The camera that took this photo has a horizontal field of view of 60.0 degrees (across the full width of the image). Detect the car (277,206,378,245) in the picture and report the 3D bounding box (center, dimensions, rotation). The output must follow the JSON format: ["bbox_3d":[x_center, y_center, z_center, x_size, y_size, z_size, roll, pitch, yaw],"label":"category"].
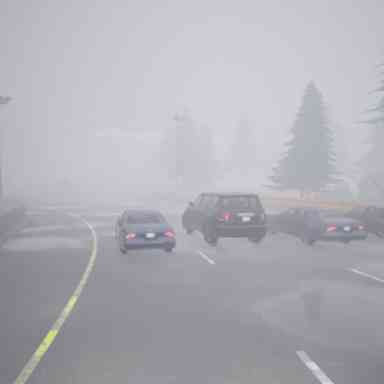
[{"bbox_3d":[4.947,1.304,14.281,2.033,1.411,5.357,-1,1,-13],"label":"car"}]

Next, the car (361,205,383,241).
[{"bbox_3d":[8.364,1.274,15.034,2.033,1.411,5.357,-1,1,-14],"label":"car"}]

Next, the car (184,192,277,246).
[{"bbox_3d":[1.210,0.993,14.428,2.150,2.045,5.566,0,1,-16],"label":"car"}]

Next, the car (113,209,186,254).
[{"bbox_3d":[-1.941,1.358,12.768,2.033,1.411,5.357,0,1,-15],"label":"car"}]
